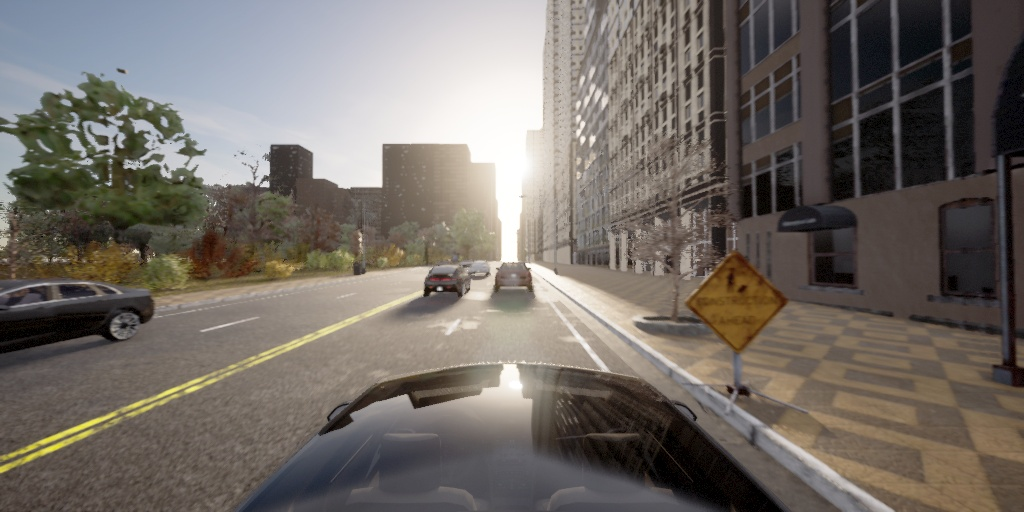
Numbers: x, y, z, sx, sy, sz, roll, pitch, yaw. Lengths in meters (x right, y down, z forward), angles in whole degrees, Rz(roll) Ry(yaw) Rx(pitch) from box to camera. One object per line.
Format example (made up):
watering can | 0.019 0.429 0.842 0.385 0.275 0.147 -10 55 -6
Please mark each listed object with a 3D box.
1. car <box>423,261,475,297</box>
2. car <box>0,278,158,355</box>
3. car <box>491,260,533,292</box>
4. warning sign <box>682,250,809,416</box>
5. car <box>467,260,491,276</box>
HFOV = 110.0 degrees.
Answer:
car | -3.234 1.204 18.547 1.837 1.490 4.892 0 1 0
car | -9.845 1.222 6.914 2.128 1.511 4.902 0 0 0
car | 0.091 1.042 21.076 2.097 1.767 4.553 0 0 0
warning sign | 2.849 0.854 4.514 1.300 1.860 1.060 0 0 0
car | -3.182 1.191 36.307 1.812 1.442 4.674 0 0 0
